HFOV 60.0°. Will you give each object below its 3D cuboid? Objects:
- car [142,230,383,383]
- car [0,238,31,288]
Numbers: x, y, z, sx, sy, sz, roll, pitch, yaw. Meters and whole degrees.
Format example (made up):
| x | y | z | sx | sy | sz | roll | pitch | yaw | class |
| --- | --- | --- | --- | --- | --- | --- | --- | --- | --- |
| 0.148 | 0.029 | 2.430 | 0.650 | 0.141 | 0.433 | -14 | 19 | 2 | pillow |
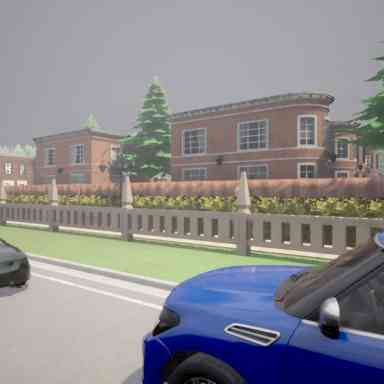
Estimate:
| x | y | z | sx | sy | sz | roll | pitch | yaw | class |
| --- | --- | --- | --- | --- | --- | --- | --- | --- | --- |
| 2.158 | 1.221 | 2.453 | 5.566 | 2.045 | 2.150 | 0 | 0 | 36 | car |
| -5.775 | 1.564 | 8.068 | 4.181 | 1.385 | 1.994 | 0 | 0 | 36 | car |
